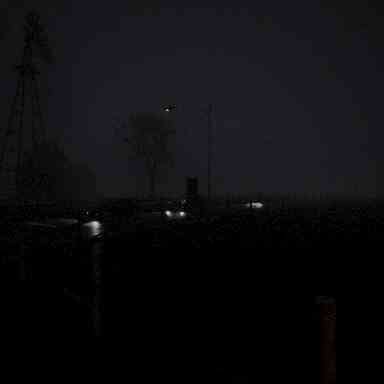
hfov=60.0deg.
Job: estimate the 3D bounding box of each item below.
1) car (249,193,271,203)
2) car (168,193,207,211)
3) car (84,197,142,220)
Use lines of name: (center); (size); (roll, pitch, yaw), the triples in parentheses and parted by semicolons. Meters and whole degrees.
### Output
car: (9.847, 0.906, 48.014); (1.994, 1.385, 4.181); (1, 1, 36)
car: (-0.383, 0.924, 33.629); (2.097, 1.767, 4.553); (1, 2, 35)
car: (-6.023, 1.206, 25.676); (1.837, 1.490, 4.892); (1, 2, 35)
